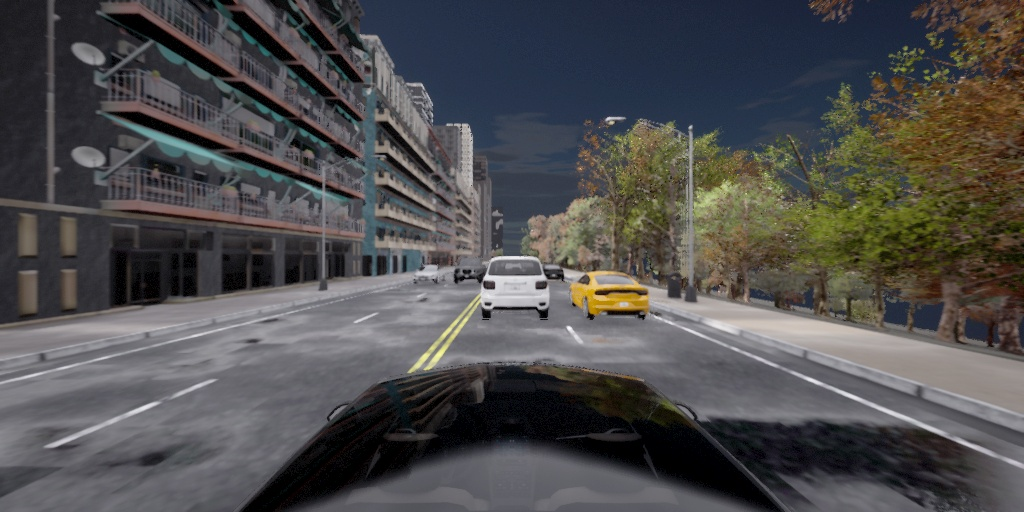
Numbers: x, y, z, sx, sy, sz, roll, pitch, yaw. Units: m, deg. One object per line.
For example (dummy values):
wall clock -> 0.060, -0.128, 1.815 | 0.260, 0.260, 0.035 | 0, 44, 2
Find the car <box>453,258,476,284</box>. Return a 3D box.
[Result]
car -> -3.341, 1.157, 29.187 | 2.150, 2.045, 5.566 | 0, 0, 0

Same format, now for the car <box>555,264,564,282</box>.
car -> 3.356, 1.426, 31.255 | 1.882, 1.535, 5.008 | 0, 0, 0

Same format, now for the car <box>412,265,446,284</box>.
car -> -6.591, 1.459, 28.891 | 1.812, 1.442, 4.674 | 0, 0, 0

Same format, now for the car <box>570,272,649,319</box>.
car -> 3.349, 1.303, 13.162 | 1.882, 1.535, 5.008 | 0, 0, 0

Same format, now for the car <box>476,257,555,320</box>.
car -> 0.101, 1.047, 13.190 | 2.150, 2.045, 5.566 | 0, 0, 0
